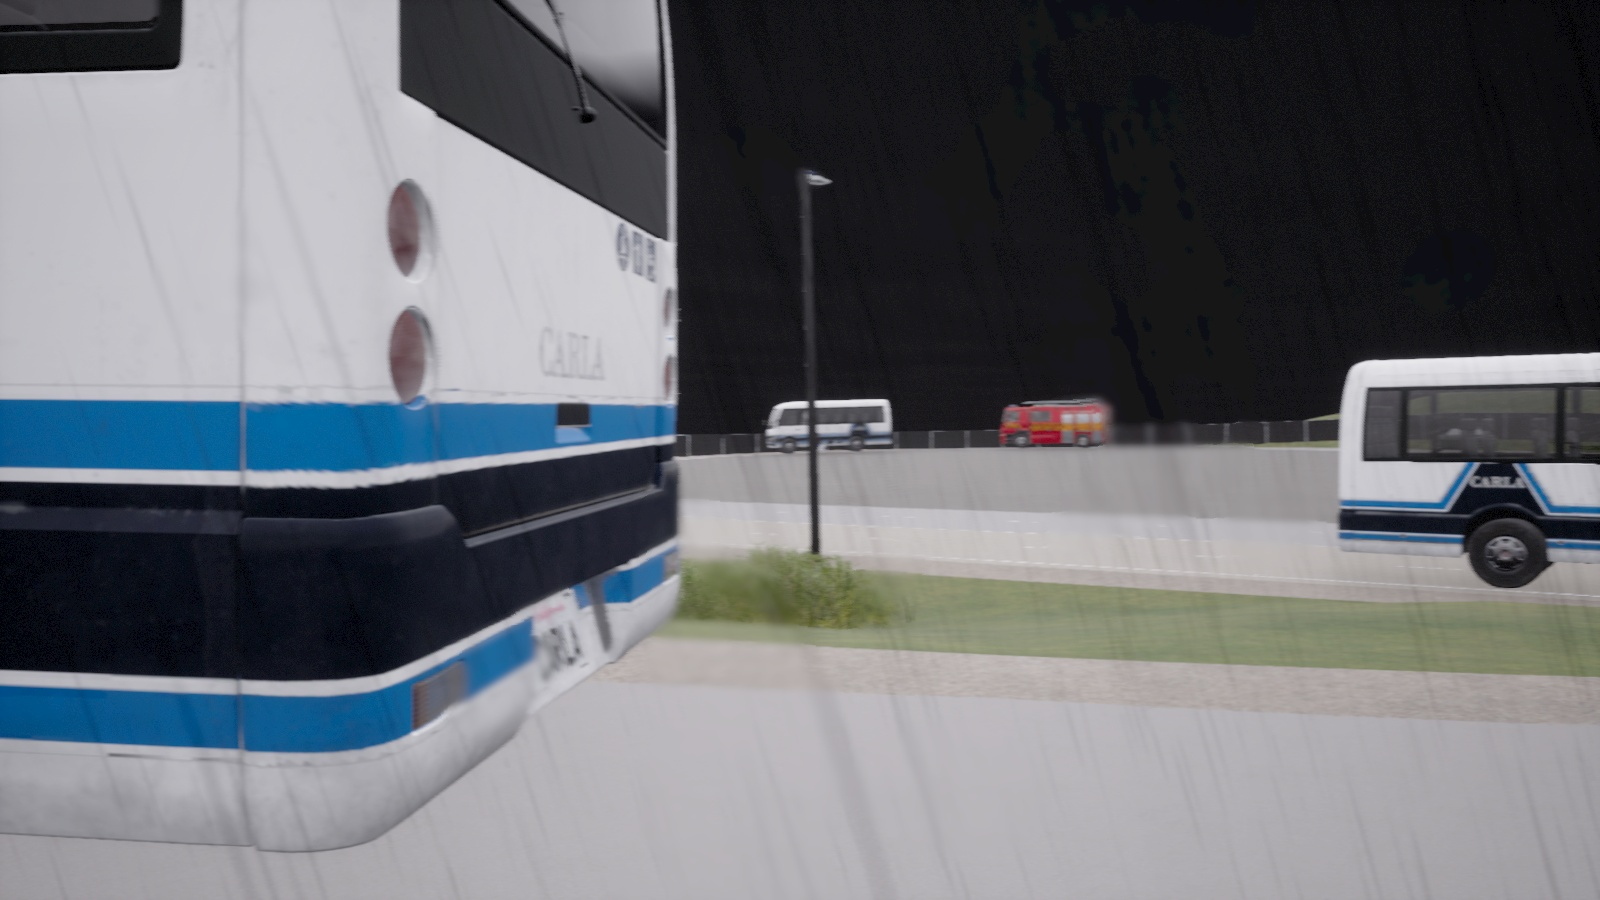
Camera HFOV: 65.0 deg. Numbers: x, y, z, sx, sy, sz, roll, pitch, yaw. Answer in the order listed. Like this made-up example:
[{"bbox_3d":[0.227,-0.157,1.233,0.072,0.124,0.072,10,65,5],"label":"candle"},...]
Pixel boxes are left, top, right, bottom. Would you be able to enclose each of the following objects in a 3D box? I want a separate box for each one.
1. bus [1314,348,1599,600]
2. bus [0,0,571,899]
[{"bbox_3d":[15.075,0.366,22.471,10.273,4.253,3.944,0,2,35],"label":"bus"},{"bbox_3d":[-6.455,-0.813,4.808,10.273,4.253,3.944,1,2,6],"label":"bus"}]
